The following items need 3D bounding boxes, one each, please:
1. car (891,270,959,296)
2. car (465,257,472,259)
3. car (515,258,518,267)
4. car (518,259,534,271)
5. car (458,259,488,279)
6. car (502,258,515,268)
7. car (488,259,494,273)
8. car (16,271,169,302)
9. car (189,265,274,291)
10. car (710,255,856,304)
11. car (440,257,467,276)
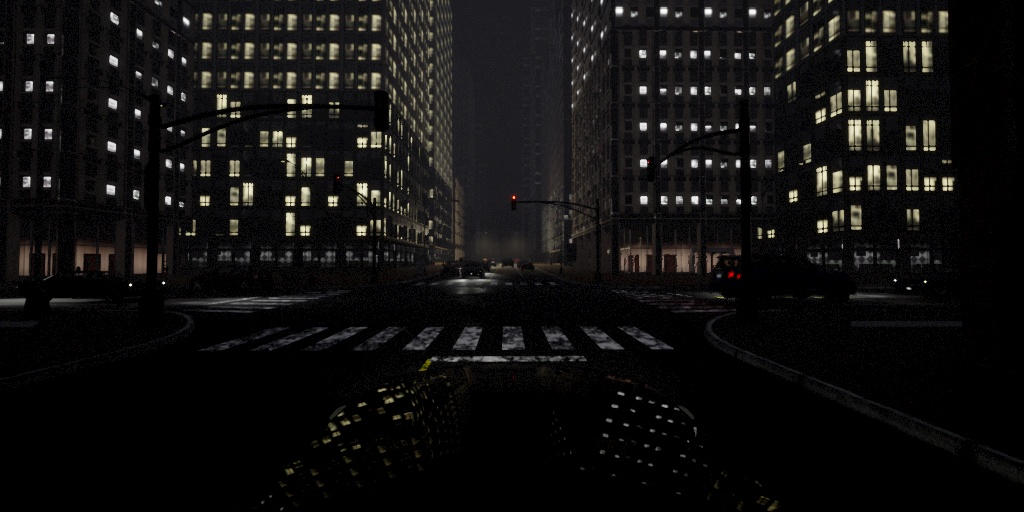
[{"bbox_3d":[23.562,1.435,19.334,4.718,1.301,1.895,0,-1,-1],"label":"car"},{"bbox_3d":[-6.324,1.082,48.186,2.192,1.841,5.009,0,0,-1],"label":"car"},{"bbox_3d":[1.901,1.298,59.687,1.751,1.417,4.829,0,0,-1],"label":"car"},{"bbox_3d":[2.055,1.350,48.362,1.802,1.307,4.207,0,0,-1],"label":"car"},{"bbox_3d":[-3.529,1.266,33.224,1.837,1.490,4.892,0,0,-1],"label":"car"},{"bbox_3d":[-0.746,1.126,63.985,2.097,1.767,4.553,0,0,-1],"label":"car"},{"bbox_3d":[-3.686,1.367,44.927,1.895,1.301,4.718,0,0,-1],"label":"car"},{"bbox_3d":[-18.068,1.301,15.661,4.718,1.301,1.895,0,-1,-1],"label":"car"},{"bbox_3d":[-16.762,1.255,21.453,4.097,1.591,1.967,0,0,-1],"label":"car"},{"bbox_3d":[11.808,0.968,15.894,5.566,2.045,2.150,0,-1,-1],"label":"car"},{"bbox_3d":[-6.171,1.203,37.036,1.967,1.591,4.097,0,0,-1],"label":"car"}]
